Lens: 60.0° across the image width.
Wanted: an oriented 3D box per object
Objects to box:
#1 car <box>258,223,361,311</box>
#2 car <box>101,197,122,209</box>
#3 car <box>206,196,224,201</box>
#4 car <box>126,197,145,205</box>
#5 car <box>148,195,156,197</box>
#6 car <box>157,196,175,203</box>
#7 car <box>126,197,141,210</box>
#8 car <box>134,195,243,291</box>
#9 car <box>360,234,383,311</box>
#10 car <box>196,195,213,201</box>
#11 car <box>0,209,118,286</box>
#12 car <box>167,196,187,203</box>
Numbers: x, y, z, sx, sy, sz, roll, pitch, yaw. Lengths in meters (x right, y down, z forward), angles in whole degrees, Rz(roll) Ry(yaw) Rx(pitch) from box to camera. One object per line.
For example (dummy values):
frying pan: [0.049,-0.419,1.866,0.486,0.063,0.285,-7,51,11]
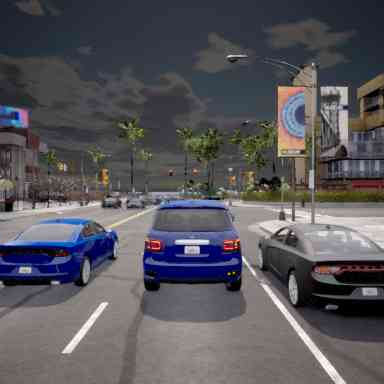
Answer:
car: [2.891,1.480,7.911,2.097,1.535,5.008,0,0,0]
car: [-10.592,1.477,44.039,1.882,1.535,5.008,0,0,1]
car: [5.714,1.595,83.367,1.895,1.301,4.718,0,0,43]
car: [-9.999,1.601,58.964,1.895,1.301,4.718,0,0,9]
car: [-6.700,1.351,55.641,2.097,1.767,4.553,0,0,5]
car: [-5.621,1.524,73.504,1.812,1.442,4.674,0,0,26]
car: [-7.106,1.564,42.536,1.994,1.385,4.181,0,0,1]
car: [0.038,1.221,9.152,2.150,2.045,5.566,0,0,1]
car: [3.039,1.354,1.486,2.185,1.767,4.553,0,0,0]
car: [3.322,1.524,85.903,1.812,1.442,4.674,0,0,43]
car: [-3.455,1.478,9.404,1.882,1.535,5.008,0,0,0]
car: [-3.112,1.540,70.603,2.033,1.411,5.357,0,0,23]
